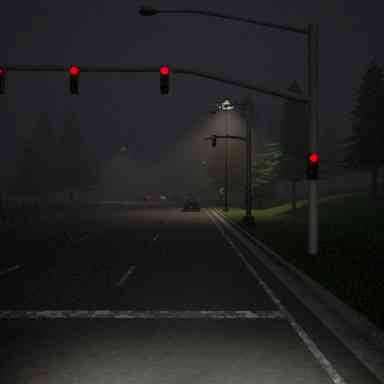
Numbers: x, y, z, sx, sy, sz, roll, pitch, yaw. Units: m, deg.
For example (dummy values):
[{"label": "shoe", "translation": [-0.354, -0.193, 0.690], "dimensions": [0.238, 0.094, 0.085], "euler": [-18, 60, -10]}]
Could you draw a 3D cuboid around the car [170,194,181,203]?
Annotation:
[{"label": "car", "translation": [-3.593, 1.545, 70.779], "dimensions": [1.994, 1.385, 4.181], "euler": [0, 0, 0]}]

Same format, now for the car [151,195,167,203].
[{"label": "car", "translation": [-7.093, 1.587, 70.804], "dimensions": [1.895, 1.301, 4.718], "euler": [0, 0, 0]}]

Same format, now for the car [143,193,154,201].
[{"label": "car", "translation": [-10.606, 1.187, 80.743], "dimensions": [2.097, 1.767, 4.553], "euler": [0, 0, 0]}]

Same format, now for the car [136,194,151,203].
[{"label": "car", "translation": [-10.592, 1.531, 70.353], "dimensions": [2.033, 1.411, 5.357], "euler": [0, 0, 0]}]

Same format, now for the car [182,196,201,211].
[{"label": "car", "translation": [-0.052, 1.526, 39.754], "dimensions": [1.812, 1.442, 4.674], "euler": [0, 0, 0]}]

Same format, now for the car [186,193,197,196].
[{"label": "car", "translation": [-0.092, 1.217, 70.397], "dimensions": [2.150, 2.045, 5.566], "euler": [0, 0, 0]}]

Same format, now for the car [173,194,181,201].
[{"label": "car", "translation": [-3.606, 1.310, 80.782], "dimensions": [1.882, 1.535, 5.008], "euler": [0, 0, 0]}]

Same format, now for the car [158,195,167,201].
[{"label": "car", "translation": [-7.106, 1.356, 80.778], "dimensions": [1.812, 1.442, 4.674], "euler": [0, 0, 0]}]
